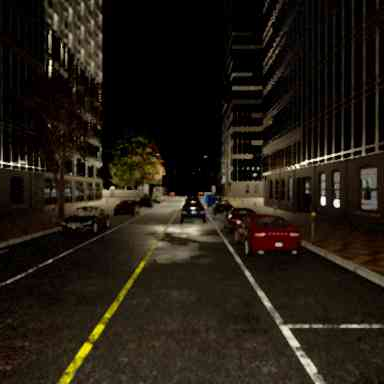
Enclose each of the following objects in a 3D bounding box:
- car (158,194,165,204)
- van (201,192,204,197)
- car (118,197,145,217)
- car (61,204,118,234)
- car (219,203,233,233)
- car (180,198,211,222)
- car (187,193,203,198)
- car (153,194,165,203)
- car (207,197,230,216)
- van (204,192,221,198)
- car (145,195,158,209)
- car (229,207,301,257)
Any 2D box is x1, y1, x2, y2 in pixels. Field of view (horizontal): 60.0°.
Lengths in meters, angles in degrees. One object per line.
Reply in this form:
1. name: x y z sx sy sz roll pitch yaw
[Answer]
1. car: -5.795 1.200 52.406 1.947 1.339 4.313 0 1 0
2. van: 2.749 0.975 52.409 1.690 1.788 3.998 0 1 0
3. car: -5.706 1.379 29.606 1.887 1.381 4.507 0 0 0
4. car: -5.700 1.454 18.206 2.008 1.369 4.403 0 0 0
5. car: 2.680 1.485 18.209 1.802 1.307 4.206 0 0 0
6. car: 0.087 1.411 24.981 2.033 1.411 5.357 0 0 0
7. car: 0.078 1.218 41.323 1.882 1.535 5.008 0 1 0
8. car: -5.847 1.088 59.639 1.752 1.417 4.829 0 1 0
9. car: 2.675 1.385 29.610 2.008 1.369 4.403 0 0 0
10. van: 2.673 1.084 41.013 1.690 1.788 3.998 0 1 0
11. car: -5.710 1.309 41.010 1.947 1.339 4.313 0 0 0
12. car: 2.683 1.478 12.511 1.887 1.381 4.507 0 0 0
